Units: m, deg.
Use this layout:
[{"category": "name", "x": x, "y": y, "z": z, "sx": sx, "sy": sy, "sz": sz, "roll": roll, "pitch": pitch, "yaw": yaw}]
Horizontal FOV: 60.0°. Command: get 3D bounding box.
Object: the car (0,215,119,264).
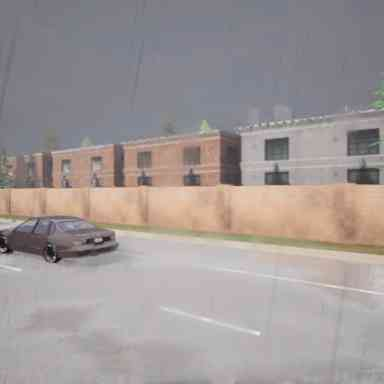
[{"category": "car", "x": -4.980, "y": 1.547, "z": 11.840, "sx": 5.357, "sy": 1.411, "sz": 2.033, "roll": 0, "pitch": 0, "yaw": 35}]
